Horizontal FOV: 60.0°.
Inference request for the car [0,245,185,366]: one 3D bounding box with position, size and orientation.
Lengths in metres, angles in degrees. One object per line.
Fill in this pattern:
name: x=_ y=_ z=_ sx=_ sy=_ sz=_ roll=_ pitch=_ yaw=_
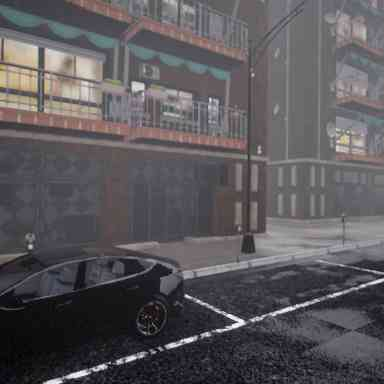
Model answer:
car: x=-2.117 y=1.566 z=5.029 sx=4.313 sy=1.339 sz=1.947 roll=0 pitch=1 yaw=-35
